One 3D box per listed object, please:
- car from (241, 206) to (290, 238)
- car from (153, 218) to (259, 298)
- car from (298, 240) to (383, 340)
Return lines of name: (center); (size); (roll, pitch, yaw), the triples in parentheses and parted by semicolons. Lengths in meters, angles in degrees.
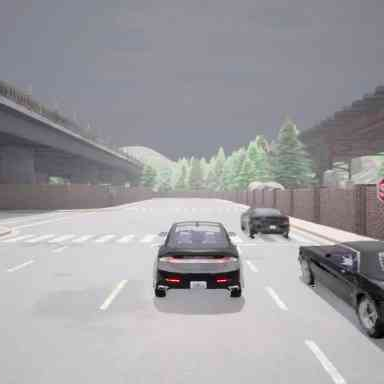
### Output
car: (3.765, 1.478, 17.793); (1.882, 1.535, 5.008); (0, 0, 1)
car: (0.144, 1.492, 8.526); (2.128, 1.511, 4.902); (0, 0, 1)
car: (3.628, 1.601, 6.487); (1.895, 1.301, 4.718); (0, 0, 0)
